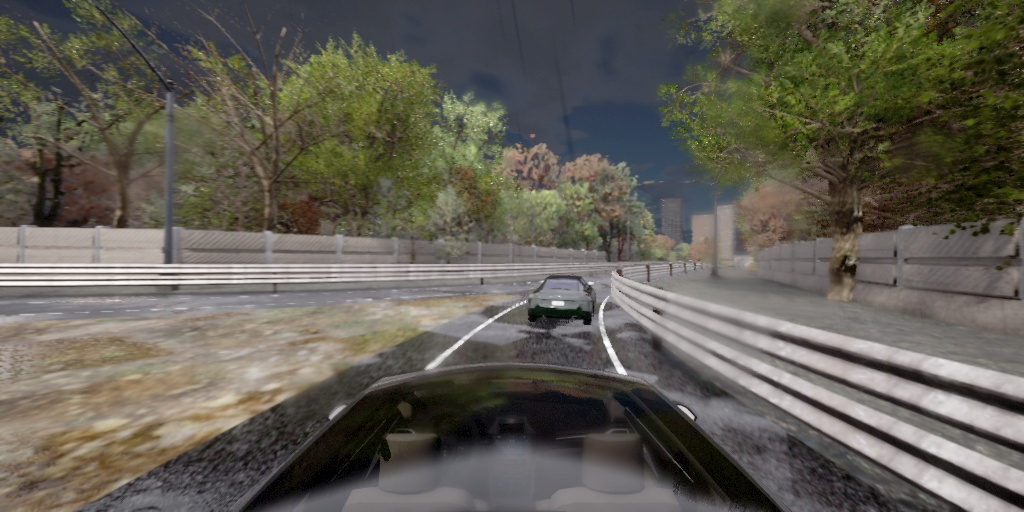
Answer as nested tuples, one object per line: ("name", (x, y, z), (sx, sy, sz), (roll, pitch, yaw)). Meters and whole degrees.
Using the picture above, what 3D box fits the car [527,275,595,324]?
("car", (1.802, 1.329, 12.216), (1.994, 1.385, 4.181), (1, 0, 14))
